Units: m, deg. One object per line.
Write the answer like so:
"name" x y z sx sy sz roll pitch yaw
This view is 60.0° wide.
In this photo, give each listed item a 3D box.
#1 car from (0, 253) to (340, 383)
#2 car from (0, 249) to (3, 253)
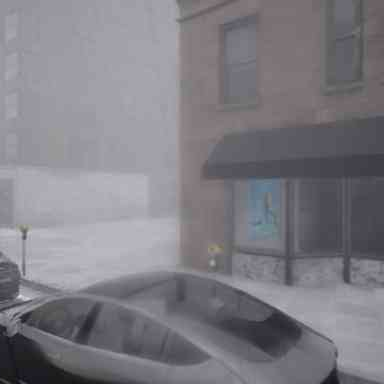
"car" -0.709 1.561 3.585 4.313 1.339 1.947 0 0 35
"car" -5.207 1.536 6.793 4.403 1.369 2.008 0 0 35
